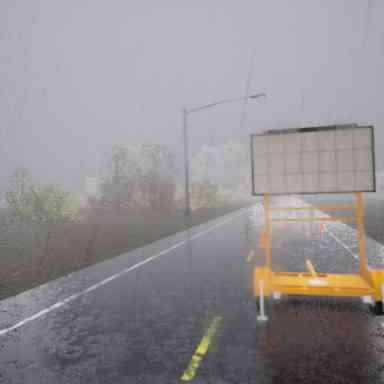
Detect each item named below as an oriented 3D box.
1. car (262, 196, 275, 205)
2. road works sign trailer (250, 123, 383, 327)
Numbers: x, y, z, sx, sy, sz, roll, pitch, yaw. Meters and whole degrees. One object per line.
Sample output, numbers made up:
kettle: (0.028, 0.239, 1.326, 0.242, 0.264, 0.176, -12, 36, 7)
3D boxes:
car: (14.064, 1.473, 60.903, 2.097, 1.767, 4.553, -2, -1, 16)
road works sign trailer: (2.512, 0.447, 7.025, 2.380, 3.560, 2.880, -2, -1, 15)
